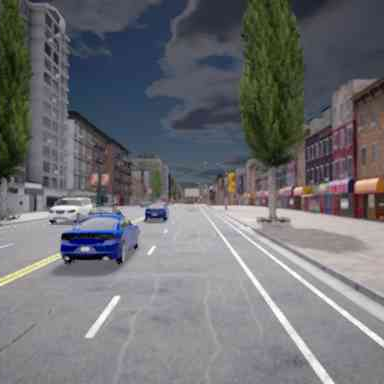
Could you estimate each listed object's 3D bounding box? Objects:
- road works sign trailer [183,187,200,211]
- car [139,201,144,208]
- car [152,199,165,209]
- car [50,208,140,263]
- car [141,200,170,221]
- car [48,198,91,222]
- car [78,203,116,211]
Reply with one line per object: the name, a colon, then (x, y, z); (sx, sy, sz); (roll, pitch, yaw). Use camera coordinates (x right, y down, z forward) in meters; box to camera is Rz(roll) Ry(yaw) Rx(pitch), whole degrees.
road works sign trailer: (0.007, 1.102, 50.223); (2.380, 3.560, 2.880); (0, -1, 0)
car: (-9.740, 2.592, 69.280); (1.837, 1.490, 4.892); (0, -2, 0)
car: (-6.499, 2.349, 65.585); (2.097, 1.767, 4.553); (0, -2, 0)
car: (-3.149, 1.563, 12.286); (1.882, 1.535, 5.008); (0, -1, 0)
car: (-3.148, 1.790, 30.632); (1.882, 1.535, 5.008); (0, -1, 0)
car: (-9.842, 1.489, 27.507); (2.150, 2.045, 5.566); (0, -1, 0)
car: (-6.594, 1.785, 25.354); (2.033, 1.411, 5.357); (0, -1, 0)
